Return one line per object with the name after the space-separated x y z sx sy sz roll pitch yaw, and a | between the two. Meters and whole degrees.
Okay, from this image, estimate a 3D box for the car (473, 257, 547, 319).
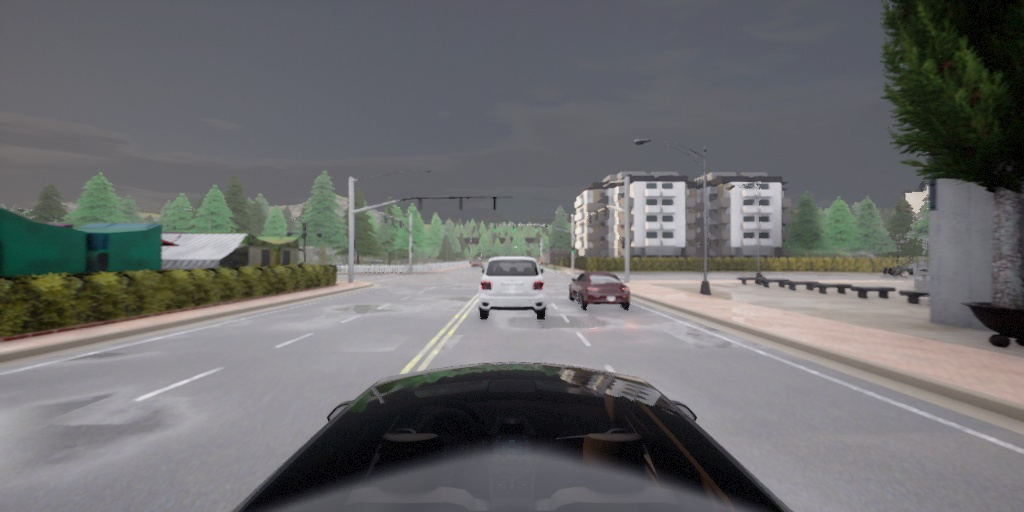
0.030 1.037 13.231 2.150 2.045 5.566 0 0 0 | car

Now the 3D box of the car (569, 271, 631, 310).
3.550 1.349 15.035 1.812 1.442 4.674 0 0 1 | car

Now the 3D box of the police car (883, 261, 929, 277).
41.744 1.367 36.779 5.238 1.638 1.930 0 0 21 | police car
